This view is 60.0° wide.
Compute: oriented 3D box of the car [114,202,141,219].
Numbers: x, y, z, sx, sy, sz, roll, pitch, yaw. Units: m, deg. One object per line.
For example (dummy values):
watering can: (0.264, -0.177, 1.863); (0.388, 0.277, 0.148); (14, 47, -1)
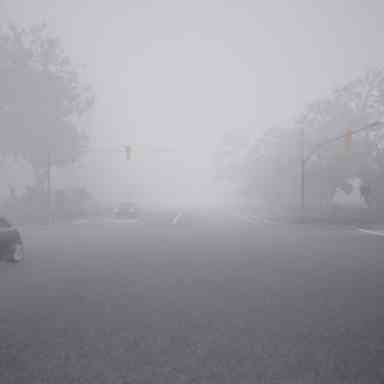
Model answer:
car: (-6.814, 1.845, 35.437); (2.097, 1.767, 4.553); (0, -1, 0)

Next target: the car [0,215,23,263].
car: (-6.943, 1.499, 9.699); (2.097, 1.767, 4.553); (0, -1, 0)
